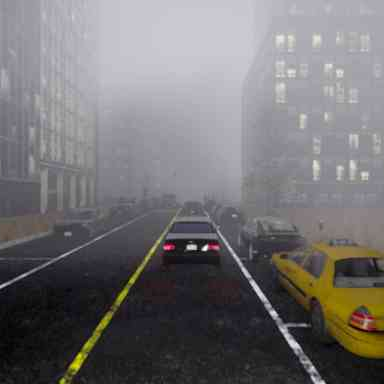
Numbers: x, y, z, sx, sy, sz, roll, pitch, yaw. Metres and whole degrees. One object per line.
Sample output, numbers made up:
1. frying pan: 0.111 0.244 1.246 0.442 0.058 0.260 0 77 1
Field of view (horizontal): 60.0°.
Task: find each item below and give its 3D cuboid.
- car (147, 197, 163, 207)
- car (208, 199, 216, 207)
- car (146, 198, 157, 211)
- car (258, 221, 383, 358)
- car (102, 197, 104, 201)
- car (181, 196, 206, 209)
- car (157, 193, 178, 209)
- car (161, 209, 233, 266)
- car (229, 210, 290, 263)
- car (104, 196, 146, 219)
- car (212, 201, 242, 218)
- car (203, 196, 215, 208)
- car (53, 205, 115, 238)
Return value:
1. car: -5.693 1.538 51.565 1.947 1.339 4.313 0 0 0
2. car: 2.658 1.543 28.784 1.947 1.339 4.313 0 0 0
3. car: -5.691 1.518 40.188 1.887 1.381 4.507 0 0 0
4. car: 2.667 1.519 6.198 1.752 1.417 4.829 0 0 0
5. car: -17.474 1.500 72.349 4.206 1.307 1.802 0 0 0
6. car: 0.051 1.454 29.764 1.882 1.535 5.008 0 0 0
7. car: -3.106 1.194 44.657 2.150 2.045 5.566 0 0 0
8. car: 0.025 1.536 11.431 2.033 1.411 5.357 0 0 1
9. car: 2.661 1.539 11.717 2.008 1.369 4.403 0 0 0
10. car: -5.688 1.292 28.809 2.192 1.841 5.009 0 0 0
11. car: 2.658 1.546 23.095 1.947 1.339 4.313 0 0 0
12. car: 2.655 1.555 45.851 1.802 1.307 4.206 0 0 0
13. car: -5.688 1.549 17.431 1.947 1.339 4.313 0 0 0
